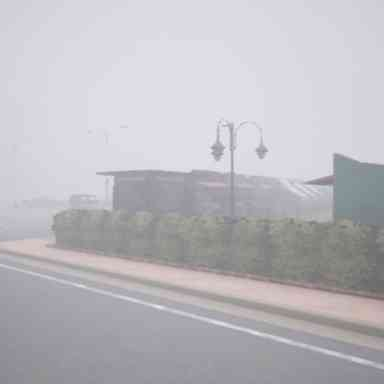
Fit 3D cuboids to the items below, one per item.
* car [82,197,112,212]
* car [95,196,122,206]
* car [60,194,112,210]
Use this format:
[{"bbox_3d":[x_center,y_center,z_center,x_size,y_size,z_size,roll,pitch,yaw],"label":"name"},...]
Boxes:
[{"bbox_3d":[-6.387,1.363,26.705,1.970,1.475,3.806,0,0,34],"label":"car"},{"bbox_3d":[-13.058,1.332,52.244,1.970,1.475,3.806,0,0,34],"label":"car"},{"bbox_3d":[-8.781,1.120,28.333,1.905,1.878,3.866,0,0,34],"label":"car"}]
